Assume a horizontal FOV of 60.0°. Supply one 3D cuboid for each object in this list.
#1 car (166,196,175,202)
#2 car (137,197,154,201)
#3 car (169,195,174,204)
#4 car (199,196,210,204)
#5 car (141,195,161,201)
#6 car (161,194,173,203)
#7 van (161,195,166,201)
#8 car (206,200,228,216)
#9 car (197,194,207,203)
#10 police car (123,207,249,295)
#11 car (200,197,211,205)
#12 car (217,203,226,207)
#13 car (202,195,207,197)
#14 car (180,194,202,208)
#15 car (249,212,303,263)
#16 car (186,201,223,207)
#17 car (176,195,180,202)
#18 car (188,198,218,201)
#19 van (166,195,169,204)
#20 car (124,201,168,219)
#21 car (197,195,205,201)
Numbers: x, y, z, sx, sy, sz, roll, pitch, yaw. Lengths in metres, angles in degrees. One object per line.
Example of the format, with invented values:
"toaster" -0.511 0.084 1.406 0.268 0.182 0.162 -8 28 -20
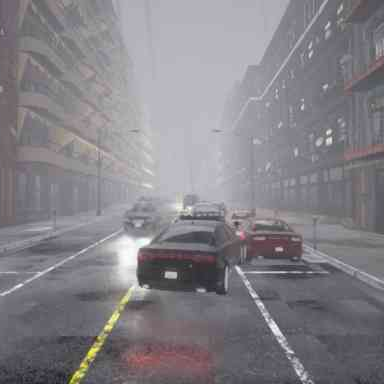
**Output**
"car" -5.476 1.779 83.932 1.947 1.339 4.313 1 0 0
"car" -5.368 1.571 33.988 1.752 1.417 4.829 2 0 0
"car" -5.434 1.459 67.341 2.192 1.841 5.009 1 0 0
"car" 2.451 1.584 67.297 1.967 1.590 4.097 1 0 0
"car" -5.374 1.373 39.690 2.192 1.841 5.009 2 0 0
"car" -5.445 1.481 72.871 2.192 1.841 5.009 1 0 0
"van" -5.398 1.427 50.748 1.690 1.788 3.998 2 0 0
"car" 2.512 1.590 34.111 1.887 1.381 4.507 1 0 0
"car" 2.388 1.503 78.359 2.192 1.841 5.009 1 0 0
"police car" 0.256 1.431 9.033 1.930 1.638 5.238 0 0 15
"car" 2.453 1.667 61.765 1.887 1.381 4.507 1 0 0
"car" 2.547 1.541 17.691 1.752 1.417 4.829 1 0 0
"car" 2.465 1.648 56.235 1.887 1.381 4.507 1 0 0
"car" -0.093 1.291 44.634 2.150 2.045 5.566 0 0 0
"car" 2.559 1.554 11.989 1.887 1.381 4.507 1 0 0
"car" 0.785 1.495 18.653 1.882 1.535 5.008 0 0 0
"car" -2.924 1.555 81.741 2.097 1.767 4.553 0 0 0
"car" 0.772 1.482 24.847 1.801 1.575 5.366 0 0 0
"van" -5.411 1.445 56.280 1.690 1.788 3.998 1 0 0
"car" -2.892 1.510 20.245 2.128 1.511 4.902 0 0 0
"car" 2.361 1.680 89.422 1.967 1.590 4.097 1 0 0
